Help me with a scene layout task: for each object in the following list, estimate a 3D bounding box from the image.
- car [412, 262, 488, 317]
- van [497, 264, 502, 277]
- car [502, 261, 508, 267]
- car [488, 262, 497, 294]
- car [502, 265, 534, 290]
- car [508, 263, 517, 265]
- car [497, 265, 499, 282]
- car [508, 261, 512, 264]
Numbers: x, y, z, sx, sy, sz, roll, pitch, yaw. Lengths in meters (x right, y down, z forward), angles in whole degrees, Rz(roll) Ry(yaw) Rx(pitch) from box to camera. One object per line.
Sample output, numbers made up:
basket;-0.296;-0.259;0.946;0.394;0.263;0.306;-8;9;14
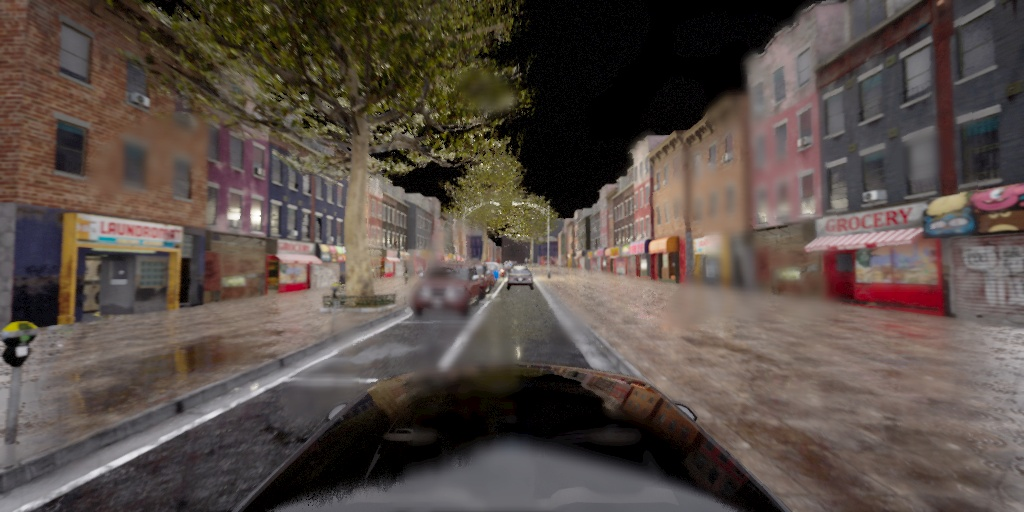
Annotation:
car;-2.384;1.213;14.176;2.192;1.841;5.009;0;0;1
van;-2.028;1.436;30.776;1.690;1.789;3.998;0;0;1
car;-1.791;1.666;41.844;1.967;1.591;4.097;0;0;1
car;-2.265;1.278;19.709;2.192;1.841;5.009;0;0;1
car;0.587;1.577;25.505;2.033;1.411;5.357;0;-1;1
car;0.871;1.735;38.669;2.033;1.411;5.357;0;-1;2
car;-2.147;1.574;25.243;1.888;1.381;4.507;0;0;1
car;-1.317;2.082;63.977;1.802;1.307;4.207;0;0;1
